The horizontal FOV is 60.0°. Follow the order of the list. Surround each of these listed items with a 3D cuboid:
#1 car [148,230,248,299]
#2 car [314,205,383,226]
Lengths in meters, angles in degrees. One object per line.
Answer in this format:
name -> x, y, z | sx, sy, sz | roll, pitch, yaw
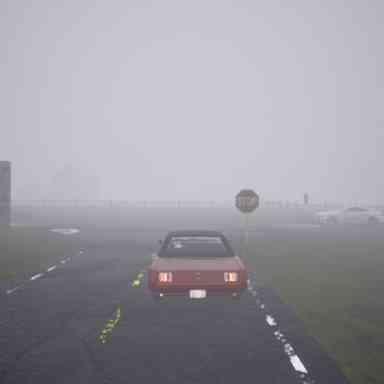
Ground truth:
car -> 0.075, 1.601, 8.386 | 1.895, 1.301, 4.718 | 0, 0, -1
car -> 11.381, 1.709, 24.261 | 4.674, 1.442, 1.812 | 1, -1, 0
